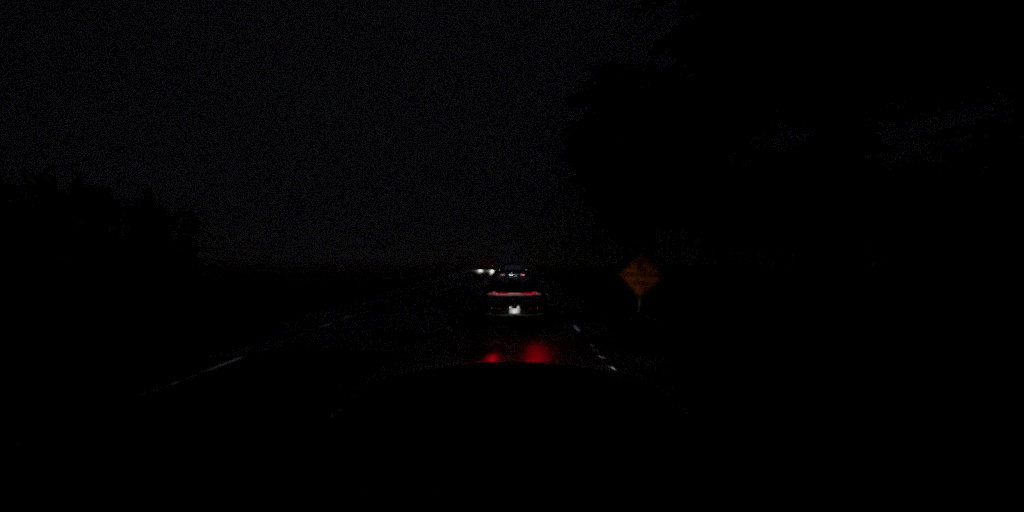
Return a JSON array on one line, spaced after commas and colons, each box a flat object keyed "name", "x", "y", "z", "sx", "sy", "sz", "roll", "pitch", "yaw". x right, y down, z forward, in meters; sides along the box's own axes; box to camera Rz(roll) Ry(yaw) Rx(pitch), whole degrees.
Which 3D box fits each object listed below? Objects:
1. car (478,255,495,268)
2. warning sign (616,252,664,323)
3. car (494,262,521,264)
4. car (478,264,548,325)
[{"name": "car", "x": -3.562, "y": 0.817, "z": 51.302, "sx": 2.150, "sy": 2.045, "sz": 5.566, "roll": 0, "pitch": 0, "yaw": 0}, {"name": "warning sign", "x": 3.553, "y": 0.820, "z": 10.101, "sx": 1.300, "sy": 1.860, "sz": 1.060, "roll": 0, "pitch": 0, "yaw": 0}, {"name": "car", "x": 0.056, "y": 1.192, "z": 24.894, "sx": 2.033, "sy": 1.411, "sz": 5.357, "roll": 0, "pitch": 0, "yaw": 0}, {"name": "car", "x": 0.068, "y": 1.188, "z": 11.571, "sx": 2.128, "sy": 1.511, "sz": 4.902, "roll": 0, "pitch": 0, "yaw": 0}]
